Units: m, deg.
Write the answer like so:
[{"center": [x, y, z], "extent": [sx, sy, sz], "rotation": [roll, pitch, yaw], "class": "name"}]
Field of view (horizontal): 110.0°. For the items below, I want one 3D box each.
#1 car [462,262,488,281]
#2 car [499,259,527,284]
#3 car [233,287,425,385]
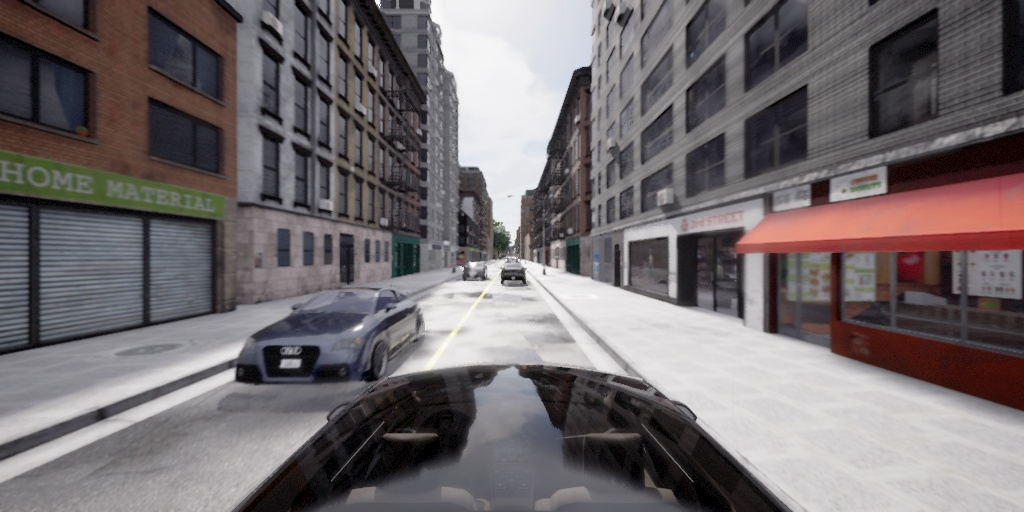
[{"center": [-3.055, 1.241, 30.217], "extent": [2.128, 1.511, 4.902], "rotation": [0, 0, 0], "class": "car"}, {"center": [0.092, 1.257, 27.225], "extent": [1.837, 1.490, 4.892], "rotation": [0, 1, 0], "class": "car"}, {"center": [-3.086, 1.315, 6.991], "extent": [1.994, 1.385, 4.181], "rotation": [0, 0, 0], "class": "car"}]
